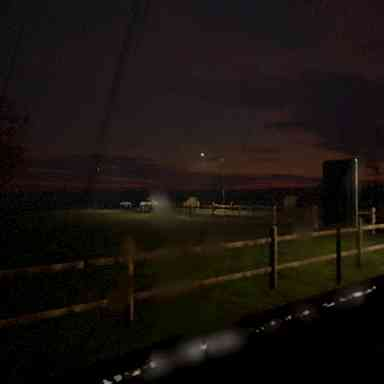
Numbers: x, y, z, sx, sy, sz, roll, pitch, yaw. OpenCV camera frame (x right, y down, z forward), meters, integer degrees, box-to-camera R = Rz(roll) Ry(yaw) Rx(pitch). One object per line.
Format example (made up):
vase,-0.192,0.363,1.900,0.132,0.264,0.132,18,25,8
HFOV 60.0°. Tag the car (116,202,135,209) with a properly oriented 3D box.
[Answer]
car,-12.399,2.537,61.831,2.033,1.411,5.357,0,-1,-35

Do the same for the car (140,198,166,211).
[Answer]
car,-6.314,2.001,53.053,2.150,2.045,5.566,0,-1,-36
